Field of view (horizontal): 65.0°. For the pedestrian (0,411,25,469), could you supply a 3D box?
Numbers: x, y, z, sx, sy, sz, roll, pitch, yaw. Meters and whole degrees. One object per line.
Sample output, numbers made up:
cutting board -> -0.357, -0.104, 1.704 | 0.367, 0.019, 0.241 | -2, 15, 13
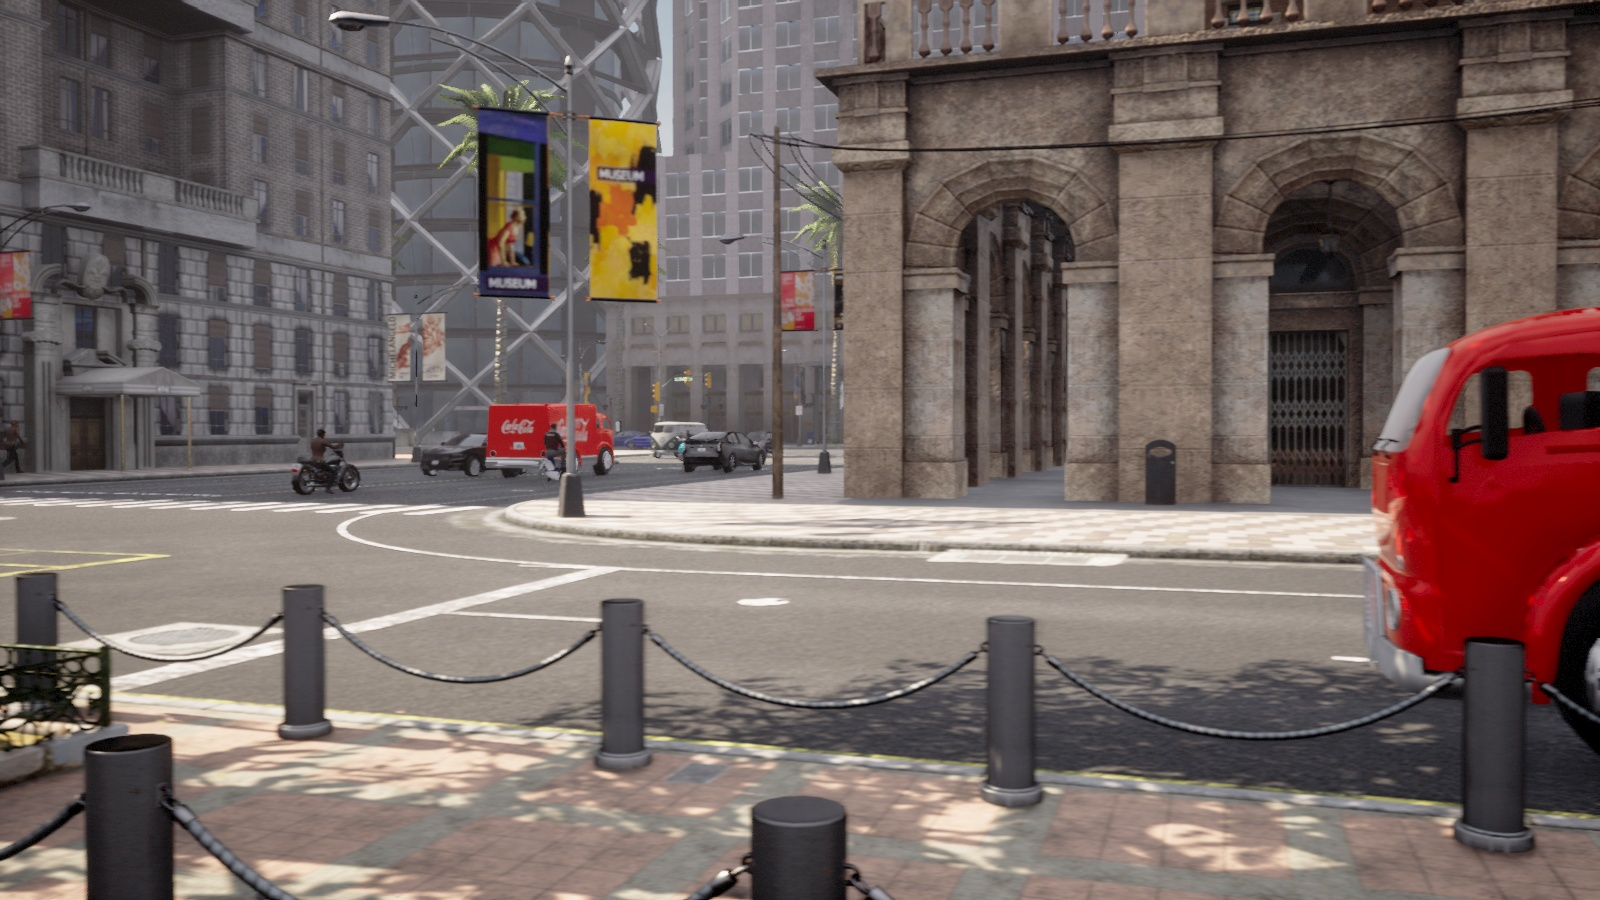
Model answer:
pedestrian -> -25.455, -0.322, 40.582 | 0.331, 1.846, 0.634 | 1, 1, 22

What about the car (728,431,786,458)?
car -> -2.355, -0.329, 69.987 | 1.816, 1.474, 4.193 | 1, 1, 19

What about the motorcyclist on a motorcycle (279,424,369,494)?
motorcyclist on a motorcycle -> -11.778, 0.199, 31.157 | 0.766, 1.649, 2.350 | 1, 1, 18

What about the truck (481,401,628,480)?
truck -> -8.126, -0.381, 42.152 | 2.627, 2.467, 5.204 | 1, 2, 18

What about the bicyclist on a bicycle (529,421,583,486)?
bicyclist on a bicycle -> -6.803, 0.082, 35.059 | 0.659, 1.776, 1.843 | 1, 1, 18

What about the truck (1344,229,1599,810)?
truck -> 5.519, 0.261, 5.965 | 5.204, 2.467, 2.627 | -1, 1, 20

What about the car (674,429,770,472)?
car -> -2.855, -0.017, 46.882 | 2.007, 1.525, 4.514 | 1, 1, 19

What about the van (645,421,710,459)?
van -> -6.620, -0.581, 68.259 | 1.775, 1.987, 4.442 | 1, 1, 19

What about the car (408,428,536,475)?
car -> -11.313, 0.021, 43.725 | 1.882, 1.535, 5.008 | 1, 1, 19

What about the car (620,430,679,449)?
car -> -11.721, -0.842, 98.055 | 4.193, 1.474, 1.816 | 1, 1, 19
